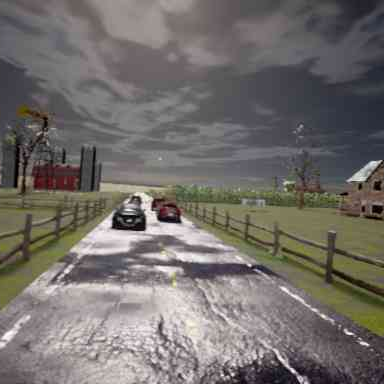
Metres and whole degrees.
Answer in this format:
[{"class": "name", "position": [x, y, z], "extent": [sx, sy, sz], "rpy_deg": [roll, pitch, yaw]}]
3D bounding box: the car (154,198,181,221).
[{"class": "car", "position": [-1.968, 1.537, 27.614], "extent": [1.812, 1.442, 4.674], "rpy_deg": [4, 0, -9]}]

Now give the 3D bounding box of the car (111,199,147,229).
[{"class": "car", "position": [-3.810, 1.407, 20.557], "extent": [1.994, 1.385, 4.181], "rpy_deg": [4, 0, -9]}]

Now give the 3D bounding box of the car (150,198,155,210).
[{"class": "car", "position": [-4.047, 1.420, 40.633], "extent": [1.882, 1.535, 5.008], "rpy_deg": [4, 0, -9]}]

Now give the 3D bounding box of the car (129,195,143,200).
[{"class": "car", "position": [-8.169, 1.229, 48.654], "extent": [1.812, 1.442, 4.674], "rpy_deg": [4, 0, -9]}]
